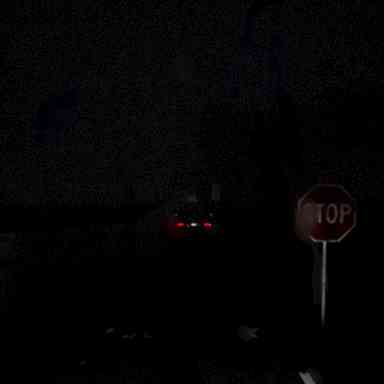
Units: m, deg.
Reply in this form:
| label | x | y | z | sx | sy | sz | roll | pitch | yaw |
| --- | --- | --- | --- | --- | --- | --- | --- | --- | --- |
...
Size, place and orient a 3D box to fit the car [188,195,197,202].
| label | x | y | z | sx | sy | sz | roll | pitch | yaw |
| --- | --- | --- | --- | --- | --- | --- | --- | --- | --- |
| car | 0.024 | 1.328 | 71.795 | 1.882 | 1.535 | 5.008 | 0 | 0 | 0 |

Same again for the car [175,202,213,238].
| label | x | y | z | sx | sy | sz | roll | pitch | yaw |
| --- | --- | --- | --- | --- | --- | --- | --- | --- | --- |
| car | 0.091 | 1.499 | 17.392 | 2.033 | 1.411 | 5.357 | 0 | 0 | 0 |

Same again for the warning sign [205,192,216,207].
| label | x | y | z | sx | sy | sz | roll | pitch | yaw |
| --- | --- | --- | --- | --- | --- | --- | --- | --- | --- |
| warning sign | 2.508 | 1.048 | 45.064 | 1.300 | 1.860 | 1.060 | 3 | 3 | 0 |

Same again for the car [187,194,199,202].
| label | x | y | z | sx | sy | sz | roll | pitch | yaw |
| --- | --- | --- | --- | --- | --- | --- | --- | --- | --- |
| car | 0.021 | 1.577 | 61.804 | 1.895 | 1.301 | 4.718 | 0 | 0 | 0 |
